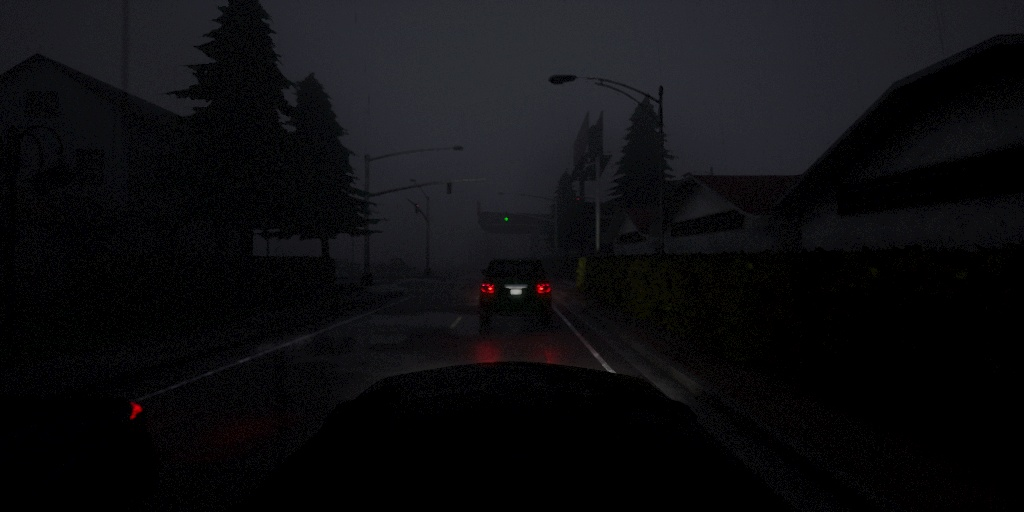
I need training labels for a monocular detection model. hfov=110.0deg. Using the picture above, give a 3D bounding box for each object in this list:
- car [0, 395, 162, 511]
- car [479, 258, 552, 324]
[{"bbox_3d":[-3.597,1.307,0.903,1.994,1.385,4.181,0,-1,-1],"label":"car"},{"bbox_3d":[0.107,1.075,12.529,2.150,2.045,5.566,0,0,0],"label":"car"}]
